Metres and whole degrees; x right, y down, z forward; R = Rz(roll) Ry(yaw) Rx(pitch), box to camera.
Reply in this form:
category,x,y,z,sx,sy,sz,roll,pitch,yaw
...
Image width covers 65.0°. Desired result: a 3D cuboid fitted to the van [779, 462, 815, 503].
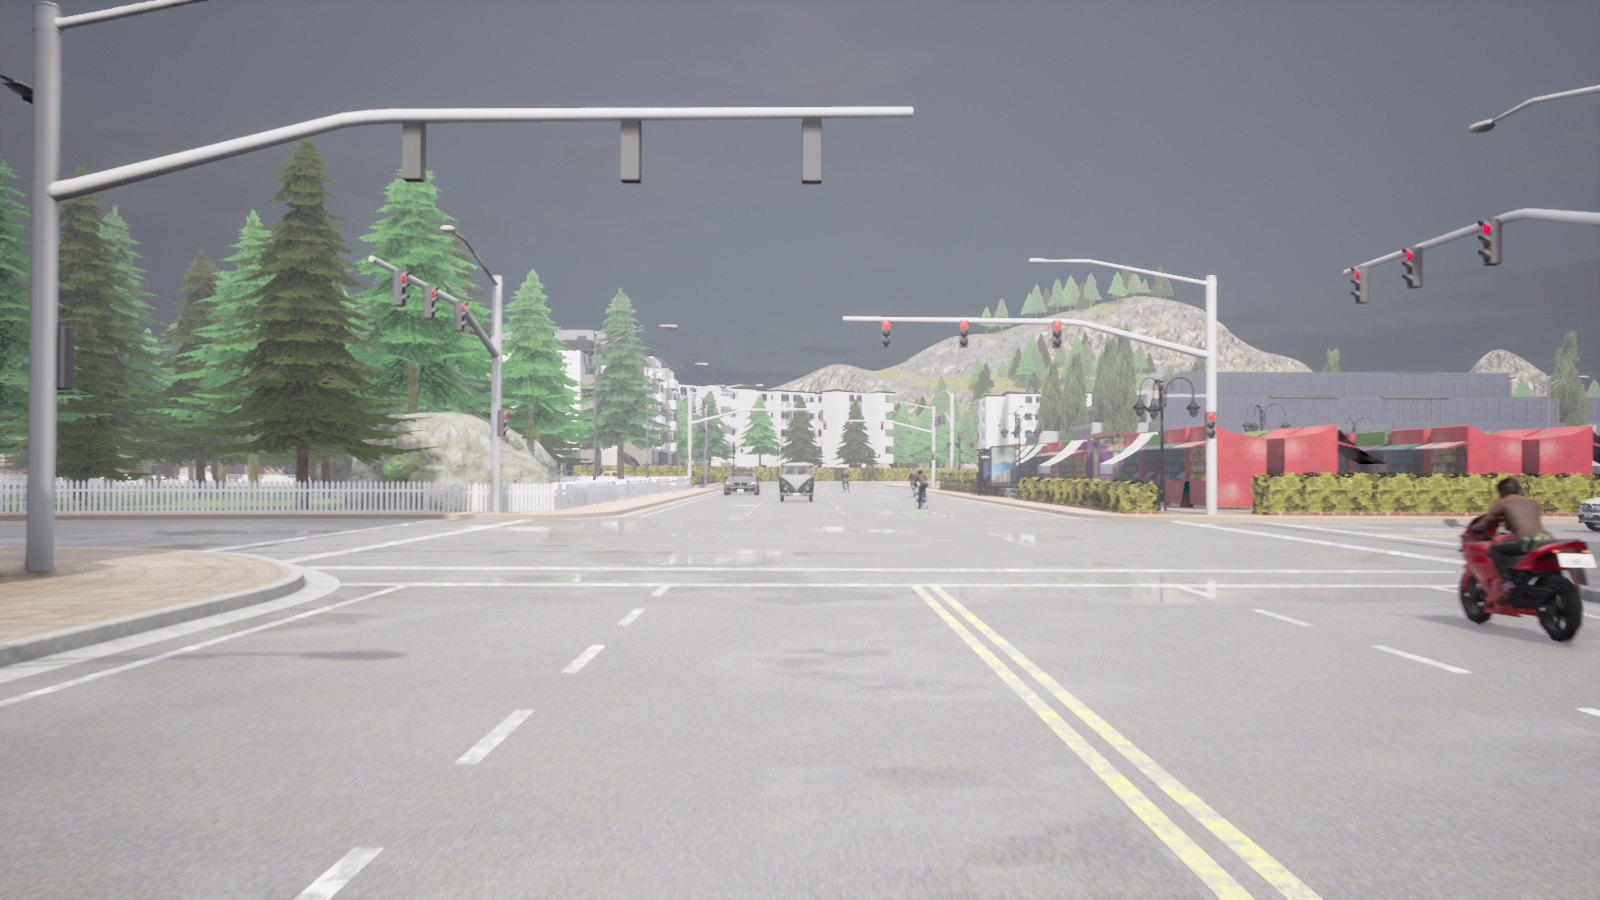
category,x,y,z,sx,sy,sz,roll,pitch,yaw
van,-0.162,1.642,64.139,1.775,1.987,4.442,0,-1,0

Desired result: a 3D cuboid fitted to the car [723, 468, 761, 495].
category,x,y,z,sx,sy,sz,roll,pitch,yaw
car,-3.704,2.026,80.784,2.242,1.667,4.611,0,-1,0

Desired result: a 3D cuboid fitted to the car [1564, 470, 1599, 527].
category,x,y,z,sx,sy,sz,roll,pitch,yaw
car,22.536,1.235,32.279,4.674,1.442,1.812,0,-1,-1

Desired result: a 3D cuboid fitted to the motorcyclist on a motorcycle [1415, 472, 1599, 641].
category,x,y,z,sx,sy,sz,roll,pitch,yaw
motorcyclist on a motorcycle,6.968,0.976,12.370,0.797,1.523,2.044,0,-1,0
